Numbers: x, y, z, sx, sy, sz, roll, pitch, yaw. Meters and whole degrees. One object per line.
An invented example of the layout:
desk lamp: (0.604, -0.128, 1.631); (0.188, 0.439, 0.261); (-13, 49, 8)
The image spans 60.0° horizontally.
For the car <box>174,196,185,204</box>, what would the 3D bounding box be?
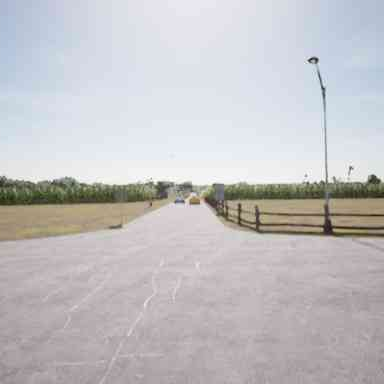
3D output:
car: (-2.253, 1.430, 61.737); (1.812, 1.442, 4.674); (0, 0, 0)

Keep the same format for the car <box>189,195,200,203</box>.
car: (0.544, 1.412, 67.549); (2.128, 1.511, 4.902); (0, 0, 0)

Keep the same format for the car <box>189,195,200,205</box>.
car: (0.460, 1.375, 57.126); (1.882, 1.535, 5.008); (0, 0, 0)
